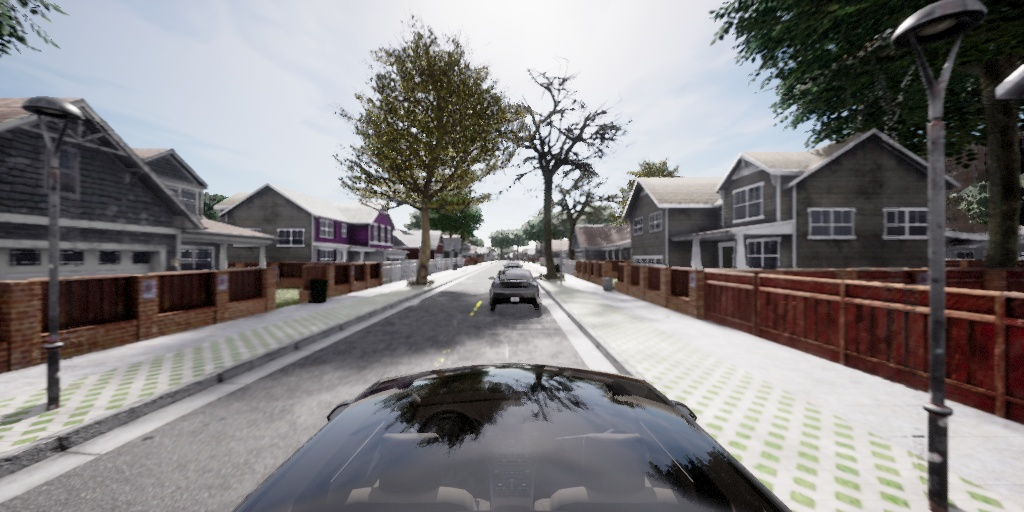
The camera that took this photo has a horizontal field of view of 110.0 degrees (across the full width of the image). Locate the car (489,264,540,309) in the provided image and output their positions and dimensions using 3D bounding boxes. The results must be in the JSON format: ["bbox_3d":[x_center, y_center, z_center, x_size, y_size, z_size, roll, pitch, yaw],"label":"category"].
[{"bbox_3d":[0.099,1.257,14.824,1.837,1.490,4.892,0,0,0],"label":"car"}]

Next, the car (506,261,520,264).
[{"bbox_3d":[0.099,1.255,35.462,1.837,1.490,4.892,0,0,0],"label":"car"}]
